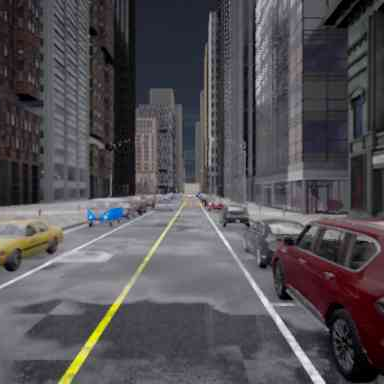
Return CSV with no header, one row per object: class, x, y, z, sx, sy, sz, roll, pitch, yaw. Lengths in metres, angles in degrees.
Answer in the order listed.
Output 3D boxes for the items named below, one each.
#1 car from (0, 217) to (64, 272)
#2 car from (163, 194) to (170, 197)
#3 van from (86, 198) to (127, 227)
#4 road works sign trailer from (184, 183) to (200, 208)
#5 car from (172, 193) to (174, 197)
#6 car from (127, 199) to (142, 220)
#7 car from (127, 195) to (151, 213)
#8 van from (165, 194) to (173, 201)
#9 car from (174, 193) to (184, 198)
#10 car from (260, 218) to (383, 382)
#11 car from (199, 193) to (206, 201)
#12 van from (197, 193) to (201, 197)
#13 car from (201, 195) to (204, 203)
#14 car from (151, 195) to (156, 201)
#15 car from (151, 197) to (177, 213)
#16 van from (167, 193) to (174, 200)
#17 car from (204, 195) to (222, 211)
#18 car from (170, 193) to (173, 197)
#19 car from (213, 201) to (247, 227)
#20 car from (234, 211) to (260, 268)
car,-5.765,1.515,10.836,1.752,1.417,4.829,0,0,0
car,-5.763,1.530,61.772,1.947,1.339,4.313,0,0,0
van,-5.766,1.322,22.287,1.690,1.788,3.998,0,0,0
road works sign trailer,0.001,0.433,47.880,2.380,3.560,2.880,0,0,0
car,-5.762,1.483,78.524,1.752,1.417,4.829,0,0,0
car,-5.765,1.528,27.928,2.008,1.369,4.403,0,0,0
car,-5.765,1.289,33.568,2.192,1.841,5.009,0,0,0
van,-5.763,1.297,84.335,1.690,1.788,3.998,0,0,0
car,-2.996,1.151,79.382,1.837,1.490,4.892,0,0,0
car,2.759,1.309,5.372,2.192,1.841,5.009,0,0,0
car,2.762,1.507,67.417,1.887,1.381,4.507,0,0,0
van,2.762,1.297,84.339,1.690,1.788,3.998,0,0,0
car,2.762,1.534,50.495,1.947,1.339,4.313,0,0,0
car,-5.765,1.285,44.850,2.192,1.841,5.009,0,0,0
car,-3.094,1.574,37.529,1.895,1.301,4.718,0,0,0
van,-5.763,1.295,89.976,1.690,1.788,3.998,0,0,0
car,2.760,1.412,39.214,1.967,1.590,4.097,0,0,0
car,-5.762,1.511,73.054,2.008,1.369,4.403,0,0,0
car,2.760,1.531,22.293,2.008,1.369,4.403,0,0,0
car,2.760,1.539,11.012,2.008,1.369,4.403,0,0,0
